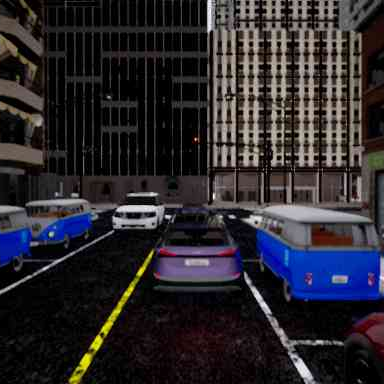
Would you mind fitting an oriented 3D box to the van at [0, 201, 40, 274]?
[{"bbox_3d":[-5.312,1.260,7.612,1.690,1.788,3.998,0,1,0],"label":"van"}]

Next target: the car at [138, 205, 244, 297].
[{"bbox_3d":[0.098,1.341,8.376,2.033,1.649,4.856,0,1,0],"label":"car"}]

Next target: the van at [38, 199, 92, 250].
[{"bbox_3d":[-5.313,1.201,13.302,1.690,1.788,3.998,0,1,0],"label":"van"}]

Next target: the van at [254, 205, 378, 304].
[{"bbox_3d":[2.568,1.260,7.619,1.690,1.788,3.998,0,1,0],"label":"van"}]

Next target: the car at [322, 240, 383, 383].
[{"bbox_3d":[2.569,1.418,1.931,1.967,1.590,4.097,0,1,0],"label":"car"}]

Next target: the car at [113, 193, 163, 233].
[{"bbox_3d":[-2.753,1.069,18.366,2.150,2.045,5.566,0,1,0],"label":"car"}]
